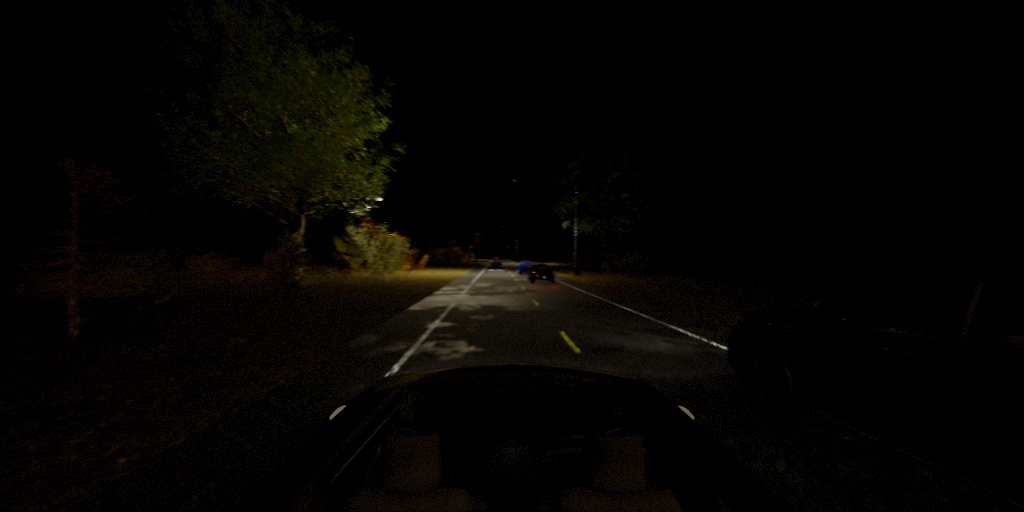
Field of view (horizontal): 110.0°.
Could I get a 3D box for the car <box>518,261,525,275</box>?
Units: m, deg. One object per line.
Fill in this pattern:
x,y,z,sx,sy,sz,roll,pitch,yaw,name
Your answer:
1.706,1.330,41.593,1.882,1.535,5.008,1,0,-2,car

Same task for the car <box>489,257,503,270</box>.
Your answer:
-2.393,1.331,53.866,2.033,1.411,5.357,1,0,-3,car

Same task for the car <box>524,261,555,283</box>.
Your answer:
2.289,1.372,28.776,1.812,1.442,4.674,1,0,-2,car

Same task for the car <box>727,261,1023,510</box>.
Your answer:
4.428,1.064,3.063,2.150,2.045,5.566,1,0,-3,car
